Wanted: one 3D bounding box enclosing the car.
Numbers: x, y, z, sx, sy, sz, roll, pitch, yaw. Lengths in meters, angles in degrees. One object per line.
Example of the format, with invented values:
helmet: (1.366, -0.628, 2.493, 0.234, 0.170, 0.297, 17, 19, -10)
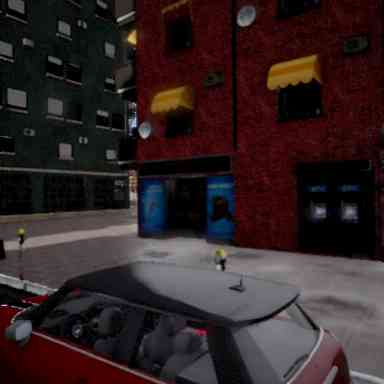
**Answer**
car: (-0.675, 1.465, 3.356, 4.097, 1.590, 1.967, -1, -1, 35)
